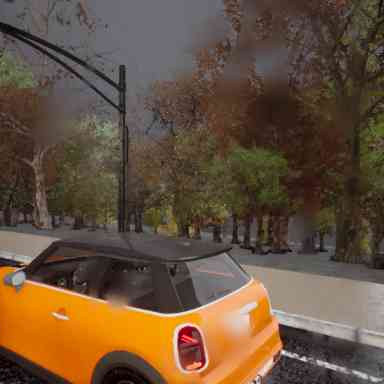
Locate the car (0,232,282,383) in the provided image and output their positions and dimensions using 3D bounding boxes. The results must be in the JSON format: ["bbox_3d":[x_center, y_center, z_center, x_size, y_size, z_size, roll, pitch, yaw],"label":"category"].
[{"bbox_3d":[-1.223,1.351,4.569,4.553,1.767,2.097,0,0,36],"label":"car"}]
